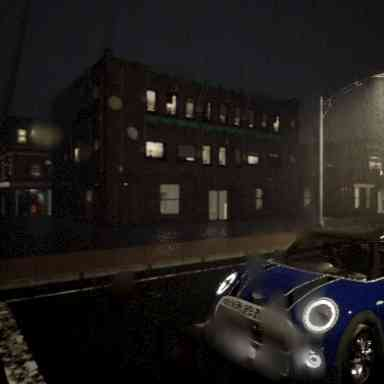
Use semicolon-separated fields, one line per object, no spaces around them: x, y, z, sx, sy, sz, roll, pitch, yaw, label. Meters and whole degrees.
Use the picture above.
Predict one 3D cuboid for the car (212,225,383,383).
2.515;1.407;5.482;4.553;1.767;2.097;1;0;-35;car
